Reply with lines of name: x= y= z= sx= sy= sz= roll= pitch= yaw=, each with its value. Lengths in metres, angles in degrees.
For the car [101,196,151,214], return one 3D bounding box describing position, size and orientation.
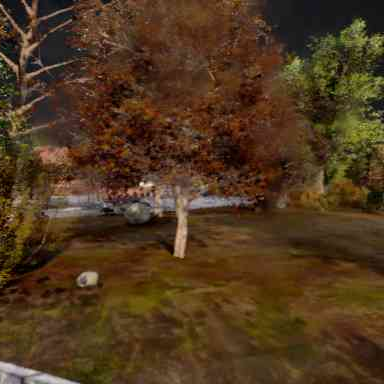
car: x=-5.560 y=1.049 z=28.304 sx=4.181 sy=1.385 sz=1.994 roll=-1 pitch=1 yaw=-42
